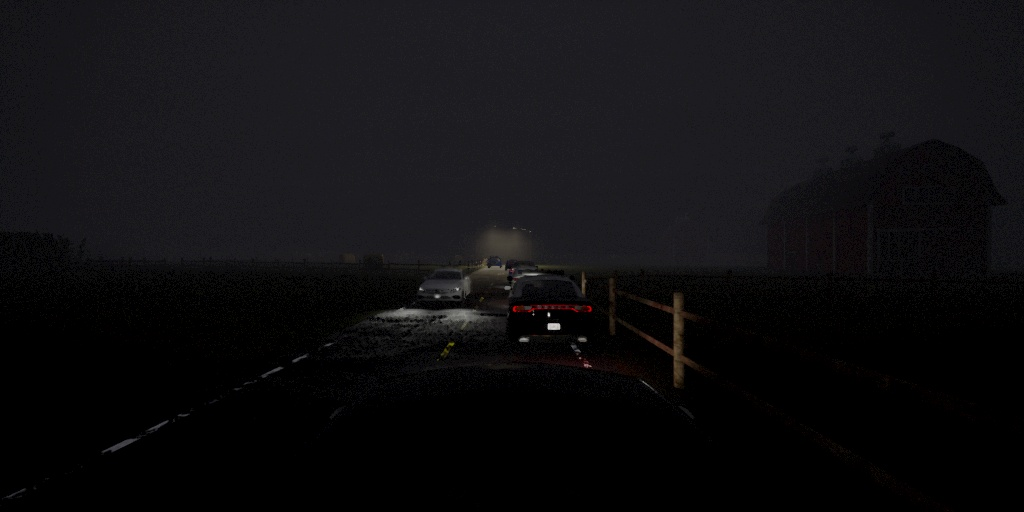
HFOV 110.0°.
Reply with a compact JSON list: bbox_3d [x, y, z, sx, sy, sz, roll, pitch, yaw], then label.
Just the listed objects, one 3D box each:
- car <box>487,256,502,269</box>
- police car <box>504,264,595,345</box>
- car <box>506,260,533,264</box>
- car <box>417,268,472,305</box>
[{"bbox_3d":[-2.792,0.961,57.997,2.150,2.045,5.566,0,0,0],"label":"car"},{"bbox_3d":[0.819,1.174,9.607,1.930,1.638,5.238,0,0,0],"label":"police car"},{"bbox_3d":[0.806,1.099,25.467,2.097,1.767,4.553,0,0,0],"label":"car"},{"bbox_3d":[-2.860,1.275,16.049,1.812,1.442,4.674,0,0,0],"label":"car"}]
